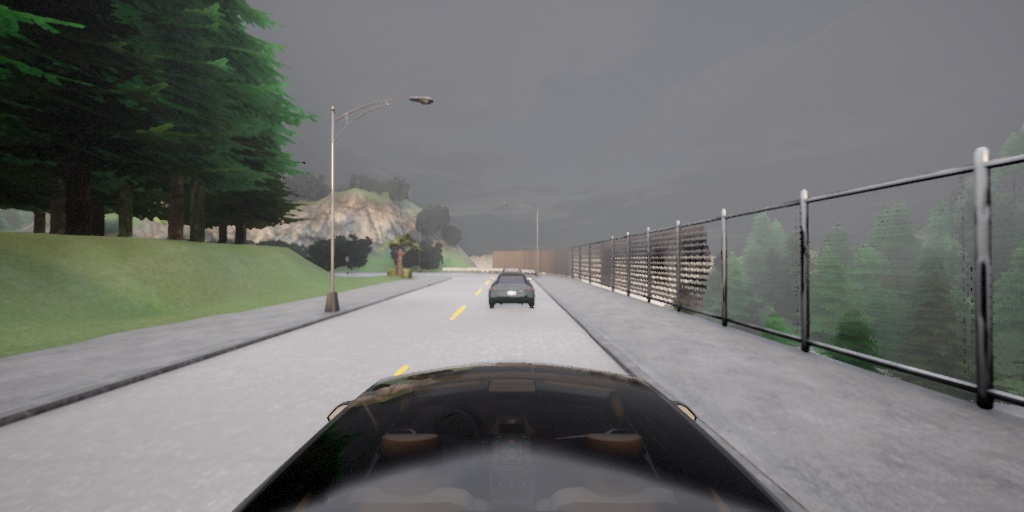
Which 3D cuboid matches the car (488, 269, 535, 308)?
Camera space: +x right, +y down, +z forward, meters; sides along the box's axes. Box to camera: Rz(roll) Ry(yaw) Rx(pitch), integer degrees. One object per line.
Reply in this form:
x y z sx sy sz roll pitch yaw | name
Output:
-0.006 1.450 16.188 1.994 1.385 4.181 0 0 0 | car

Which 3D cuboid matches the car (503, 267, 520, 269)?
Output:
-0.018 1.625 30.954 1.895 1.301 4.718 0 0 0 | car
